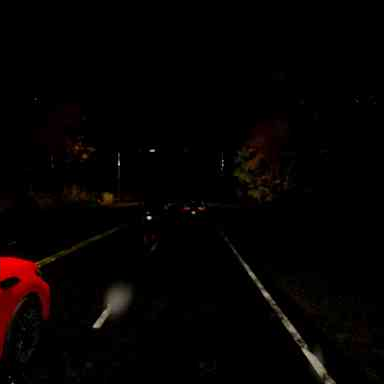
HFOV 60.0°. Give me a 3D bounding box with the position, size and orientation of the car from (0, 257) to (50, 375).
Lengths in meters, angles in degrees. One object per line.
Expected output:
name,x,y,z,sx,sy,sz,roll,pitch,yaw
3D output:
car,-3.142,1.231,2.477,2.150,2.045,5.566,0,0,0

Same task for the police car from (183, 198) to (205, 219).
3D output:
police car,0.193,1.614,30.803,2.038,1.542,4.974,0,0,1

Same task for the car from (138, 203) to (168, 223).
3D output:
car,-3.028,1.597,26.146,1.837,1.490,4.892,0,0,0
